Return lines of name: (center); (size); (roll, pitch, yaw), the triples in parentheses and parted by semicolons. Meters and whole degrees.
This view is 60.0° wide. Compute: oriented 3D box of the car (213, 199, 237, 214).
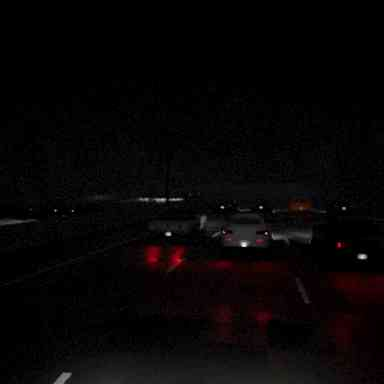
car: (3.287, 1.342, 32.642); (1.994, 1.385, 4.181); (0, 1, 14)

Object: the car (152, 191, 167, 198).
car: (-5.874, 0.510, 69.300); (2.128, 1.511, 4.902); (0, 2, 14)

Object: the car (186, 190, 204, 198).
car: (0.961, 0.354, 67.787); (2.097, 1.767, 4.553); (0, 2, 14)

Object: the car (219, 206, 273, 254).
car: (2.258, 1.511, 13.431); (1.812, 1.442, 4.674); (0, 0, 13)

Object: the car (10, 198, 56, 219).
car: (-12.454, 1.327, 28.027); (1.882, 1.535, 5.008); (0, 1, 14)

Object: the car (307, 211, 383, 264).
car: (5.508, 1.599, 11.964); (1.895, 1.301, 4.718); (0, 0, 13)

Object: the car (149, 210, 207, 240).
car: (-0.529, 1.559, 16.914); (1.895, 1.301, 4.718); (0, 0, 13)

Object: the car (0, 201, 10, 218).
car: (-15.883, 1.442, 28.744); (1.895, 1.301, 4.718); (0, 1, 14)

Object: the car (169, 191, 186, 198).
car: (-2.464, 0.513, 68.513); (2.128, 1.511, 4.902); (0, 2, 14)

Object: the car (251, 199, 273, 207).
car: (6.684, 1.351, 31.798); (1.994, 1.385, 4.181); (0, 1, 14)

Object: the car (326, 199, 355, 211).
car: (13.620, 1.360, 30.693); (1.994, 1.385, 4.181); (0, 1, 14)

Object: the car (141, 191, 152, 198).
car: (-9.274, 0.502, 70.130); (2.128, 1.511, 4.902); (0, 2, 14)

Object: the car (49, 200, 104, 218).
car: (-9.085, 1.460, 27.074); (1.895, 1.301, 4.718); (0, 1, 14)

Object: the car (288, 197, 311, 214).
car: (10.414, 1.253, 32.315); (1.882, 1.535, 5.008); (0, 1, 14)
